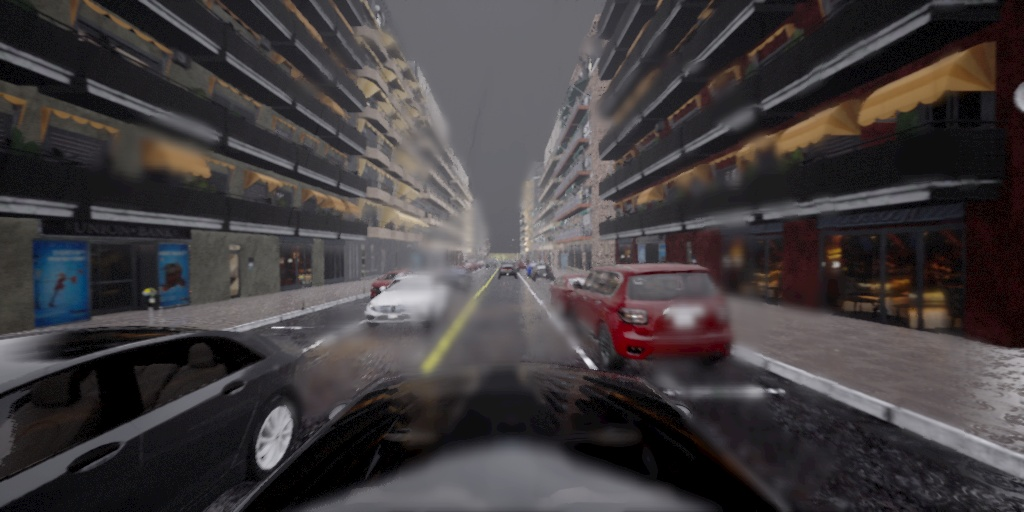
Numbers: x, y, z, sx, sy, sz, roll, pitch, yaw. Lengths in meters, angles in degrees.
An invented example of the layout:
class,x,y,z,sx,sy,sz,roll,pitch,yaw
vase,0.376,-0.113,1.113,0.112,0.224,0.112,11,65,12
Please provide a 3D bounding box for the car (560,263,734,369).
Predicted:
class,x,y,z,sx,sy,sz,roll,pitch,yaw
car,2.596,1.070,7.801,2.192,1.841,5.009,0,0,-1

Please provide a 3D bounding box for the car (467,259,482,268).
class,x,y,z,sx,sy,sz,roll,pitch,yaw
car,-6.606,1.418,58.571,2.192,1.841,5.009,0,0,-1

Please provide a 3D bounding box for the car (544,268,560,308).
class,x,y,z,sx,sy,sz,roll,pitch,yaw
car,2.501,1.330,13.464,1.888,1.381,4.507,0,0,-1

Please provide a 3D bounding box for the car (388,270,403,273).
class,x,y,z,sx,sy,sz,roll,pitch,yaw
car,-5.940,1.448,18.926,1.888,1.381,4.507,0,0,-1

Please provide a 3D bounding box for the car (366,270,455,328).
class,x,y,z,sx,sy,sz,roll,pitch,yaw
car,-3.236,1.365,11.997,1.812,1.442,4.674,-1,0,-1

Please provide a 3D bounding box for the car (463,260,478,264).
class,x,y,z,sx,sy,sz,roll,pitch,yaw
car,-6.511,1.621,52.909,1.888,1.381,4.507,0,0,-1

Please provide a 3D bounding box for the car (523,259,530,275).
class,x,y,z,sx,sy,sz,roll,pitch,yaw
car,2.548,1.389,38.894,1.882,1.535,5.008,-1,0,-1

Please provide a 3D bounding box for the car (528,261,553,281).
class,x,y,z,sx,sy,sz,roll,pitch,yaw
car,2.675,1.401,31.894,1.812,1.442,4.674,-1,0,-1

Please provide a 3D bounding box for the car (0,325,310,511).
class,x,y,z,sx,sy,sz,roll,pitch,yaw
car,-3.074,1.290,1.936,1.837,1.490,4.892,-1,0,-1

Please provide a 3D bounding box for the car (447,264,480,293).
class,x,y,z,sx,sy,sz,roll,pitch,yaw
car,-3.411,1.441,22.469,2.033,1.411,5.357,-1,0,-1

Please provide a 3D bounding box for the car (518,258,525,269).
class,x,y,z,sx,sy,sz,roll,pitch,yaw
car,1.834,1.302,53.108,2.192,1.841,5.009,0,0,-1

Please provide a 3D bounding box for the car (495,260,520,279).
class,x,y,z,sx,sy,sz,roll,pitch,yaw
car,-0.441,1.434,35.855,1.837,1.490,4.892,-1,0,-1
